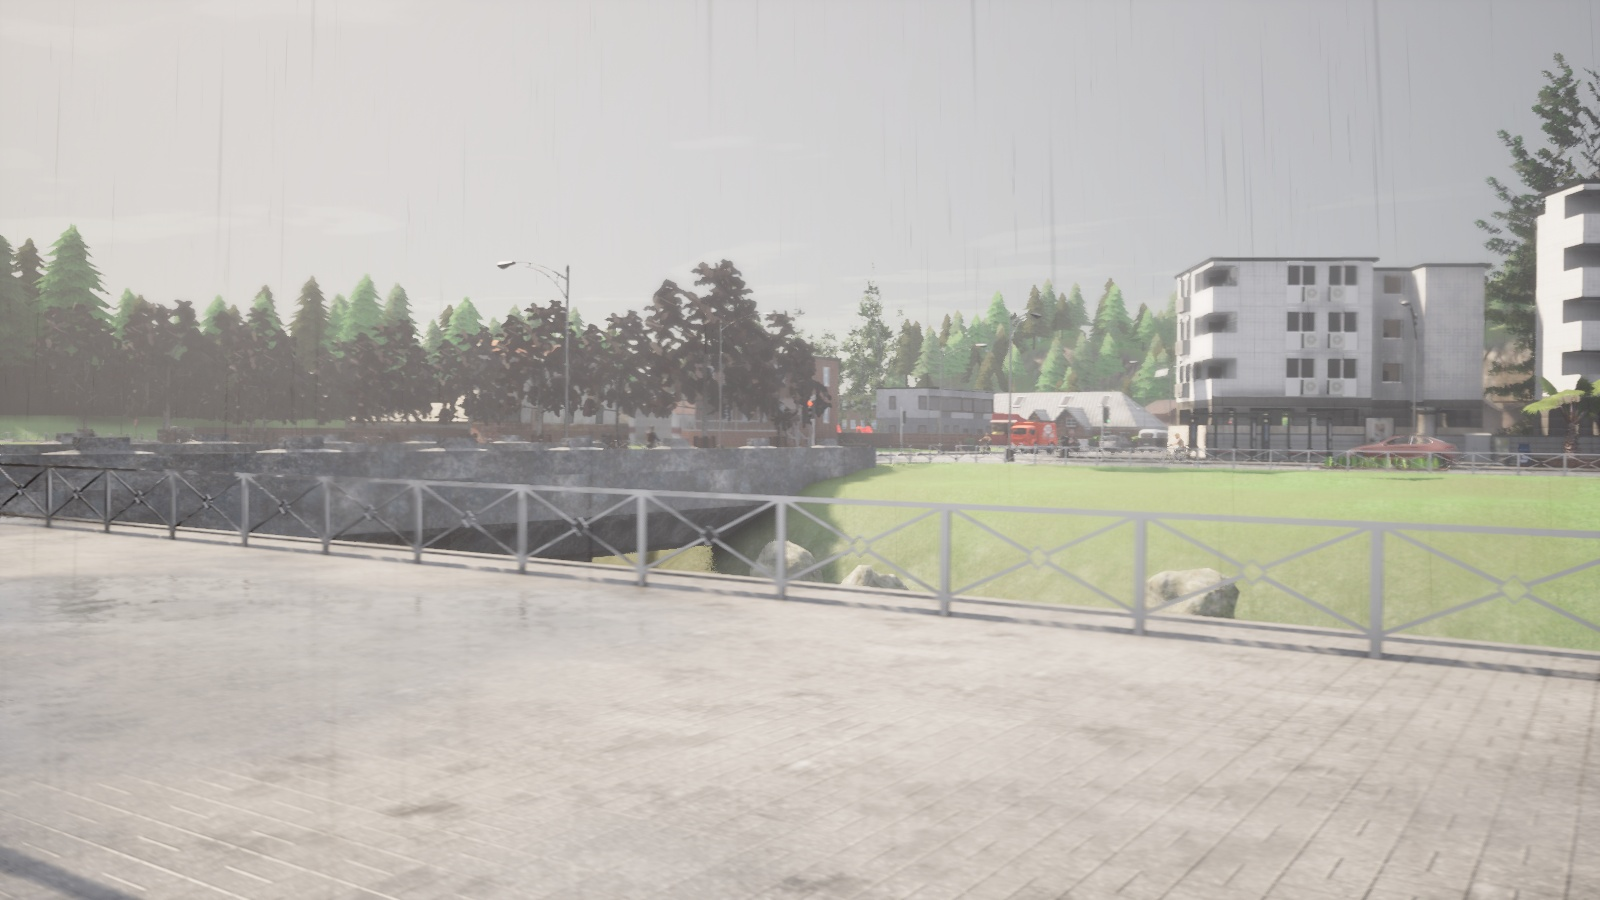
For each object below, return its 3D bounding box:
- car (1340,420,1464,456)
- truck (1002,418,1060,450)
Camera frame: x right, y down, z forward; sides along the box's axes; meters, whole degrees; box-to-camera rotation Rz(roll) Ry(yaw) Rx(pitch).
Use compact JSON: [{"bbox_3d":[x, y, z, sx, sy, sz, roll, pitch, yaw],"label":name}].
[{"bbox_3d":[28.454,-0.559,59.404,5.027,1.651,2.152,0,1,34],"label":"car"},{"bbox_3d":[17.944,-1.247,97.418,2.627,2.467,5.204,0,1,34],"label":"truck"}]
